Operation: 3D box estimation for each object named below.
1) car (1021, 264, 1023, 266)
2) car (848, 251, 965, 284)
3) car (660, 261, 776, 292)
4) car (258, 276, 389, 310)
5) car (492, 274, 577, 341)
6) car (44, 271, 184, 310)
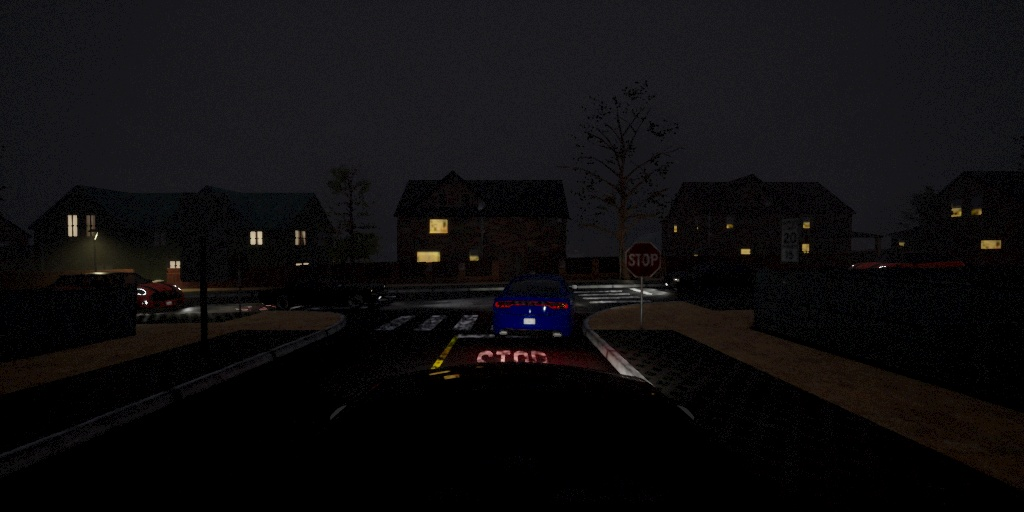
[{"bbox_3d":[28.972,0.501,18.171,4.892,1.490,1.837,-1,1,0],"label":"car"},{"bbox_3d":[19.815,0.563,18.169,4.553,1.767,2.097,-1,1,0],"label":"car"},{"bbox_3d":[10.446,0.980,18.139,5.357,1.411,2.033,-1,1,-1],"label":"car"},{"bbox_3d":[-7.812,1.506,15.210,4.718,1.301,1.895,-1,1,0],"label":"car"},{"bbox_3d":[0.786,1.226,10.003,1.882,1.535,5.008,0,0,10],"label":"car"},{"bbox_3d":[-16.800,1.471,15.202,4.553,1.767,2.097,-1,1,0],"label":"car"}]
